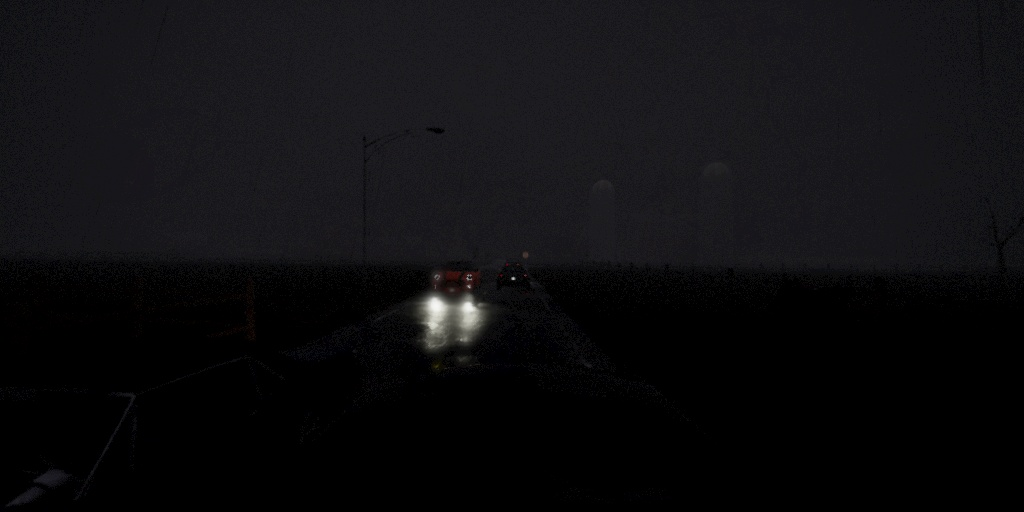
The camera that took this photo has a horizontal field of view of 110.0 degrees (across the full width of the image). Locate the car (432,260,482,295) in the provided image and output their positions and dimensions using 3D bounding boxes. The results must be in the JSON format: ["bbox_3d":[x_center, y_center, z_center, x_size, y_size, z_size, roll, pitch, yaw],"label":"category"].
[{"bbox_3d":[-2.824,1.021,19.176,2.097,1.767,4.553,0,0,0],"label":"car"}]

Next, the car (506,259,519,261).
[{"bbox_3d":[0.071,1.074,38.626,2.128,1.511,4.902,0,0,0],"label":"car"}]

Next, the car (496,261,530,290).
[{"bbox_3d":[0.076,1.220,21.843,1.994,1.385,4.181,0,0,0],"label":"car"}]

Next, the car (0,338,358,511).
[{"bbox_3d":[-2.829,1.349,2.175,1.895,1.301,4.718,0,0,0],"label":"car"}]
